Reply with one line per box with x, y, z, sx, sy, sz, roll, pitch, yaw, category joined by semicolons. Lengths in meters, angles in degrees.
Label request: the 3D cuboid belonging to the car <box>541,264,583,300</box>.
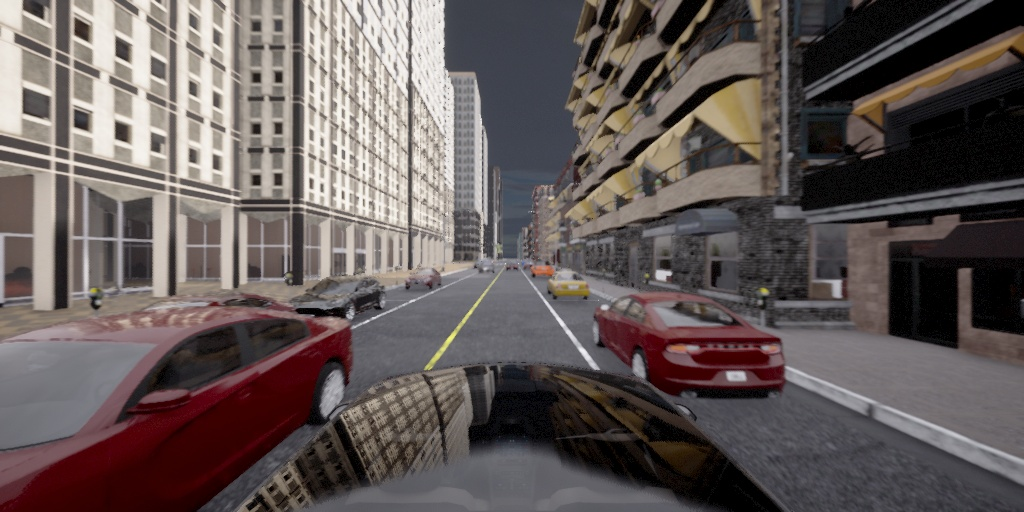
2.688;1.328;17.998;1.751;1.417;4.829;0;0;0;car

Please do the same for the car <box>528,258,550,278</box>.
2.995;1.222;36.311;2.097;1.767;4.553;0;0;0;car

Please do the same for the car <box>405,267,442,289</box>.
-5.692;1.404;23.475;1.802;1.307;4.207;0;0;0;car

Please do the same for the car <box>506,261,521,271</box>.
0.023;1.541;54.147;1.895;1.301;4.718;0;0;0;car

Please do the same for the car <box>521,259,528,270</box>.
2.682;1.535;57.367;1.802;1.307;4.207;0;0;0;car

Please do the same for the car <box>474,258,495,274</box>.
-3.090;1.392;44.249;2.128;1.511;4.902;0;0;0;car

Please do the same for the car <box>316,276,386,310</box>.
-5.691;1.350;12.179;1.948;1.339;4.313;0;0;0;car

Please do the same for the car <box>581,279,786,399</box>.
2.690;1.311;6.530;1.888;1.381;4.507;0;0;0;car

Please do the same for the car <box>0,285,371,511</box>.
-3.099;1.231;2.896;1.882;1.535;5.008;0;0;0;car

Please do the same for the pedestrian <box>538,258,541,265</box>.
2.995;1.175;39.117;0.375;1.860;0.375;0;0;-2;pedestrian
